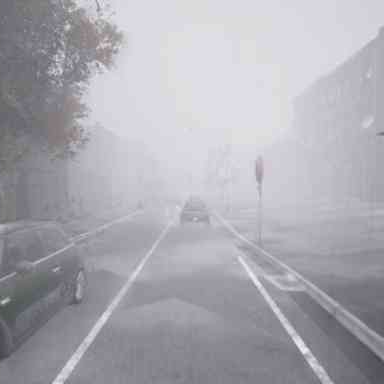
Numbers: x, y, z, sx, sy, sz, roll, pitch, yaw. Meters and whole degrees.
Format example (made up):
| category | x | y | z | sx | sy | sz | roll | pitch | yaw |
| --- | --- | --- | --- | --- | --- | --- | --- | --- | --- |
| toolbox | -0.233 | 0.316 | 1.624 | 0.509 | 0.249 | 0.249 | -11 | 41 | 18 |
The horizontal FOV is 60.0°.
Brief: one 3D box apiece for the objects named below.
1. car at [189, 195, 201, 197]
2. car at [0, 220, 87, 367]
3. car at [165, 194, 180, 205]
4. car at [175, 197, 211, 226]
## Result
| category | x | y | z | sx | sy | sz | roll | pitch | yaw |
| --- | --- | --- | --- | --- | --- | --- | --- | --- | --- |
| car | 0.383 | 1.108 | 42.429 | 2.128 | 1.511 | 4.902 | 0 | 1 | 1 |
| car | -3.244 | 1.343 | 4.975 | 2.097 | 1.767 | 4.553 | 0 | 0 | 1 |
| car | -2.731 | 1.070 | 47.959 | 1.812 | 1.442 | 4.674 | 0 | 0 | 1 |
| car | 0.211 | 1.364 | 22.208 | 2.128 | 1.511 | 4.902 | 0 | 1 | 0 |
